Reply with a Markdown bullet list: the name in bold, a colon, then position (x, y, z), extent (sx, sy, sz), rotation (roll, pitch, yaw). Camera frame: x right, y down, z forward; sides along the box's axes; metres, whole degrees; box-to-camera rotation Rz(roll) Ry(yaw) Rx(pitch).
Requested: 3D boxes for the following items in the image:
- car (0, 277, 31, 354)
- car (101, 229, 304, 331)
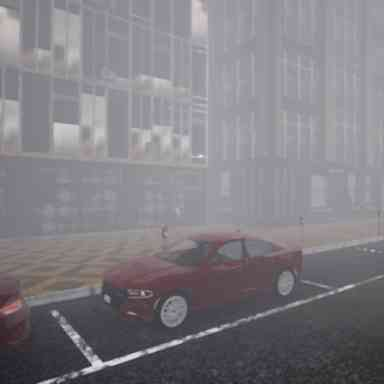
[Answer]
- **car**: position (-4.093, 1.592, 3.628), extent (4.206, 1.307, 1.802), rotation (0, 1, -36)
- **car**: position (0.421, 1.517, 6.849), extent (4.507, 1.381, 1.887), rotation (0, 1, -36)
